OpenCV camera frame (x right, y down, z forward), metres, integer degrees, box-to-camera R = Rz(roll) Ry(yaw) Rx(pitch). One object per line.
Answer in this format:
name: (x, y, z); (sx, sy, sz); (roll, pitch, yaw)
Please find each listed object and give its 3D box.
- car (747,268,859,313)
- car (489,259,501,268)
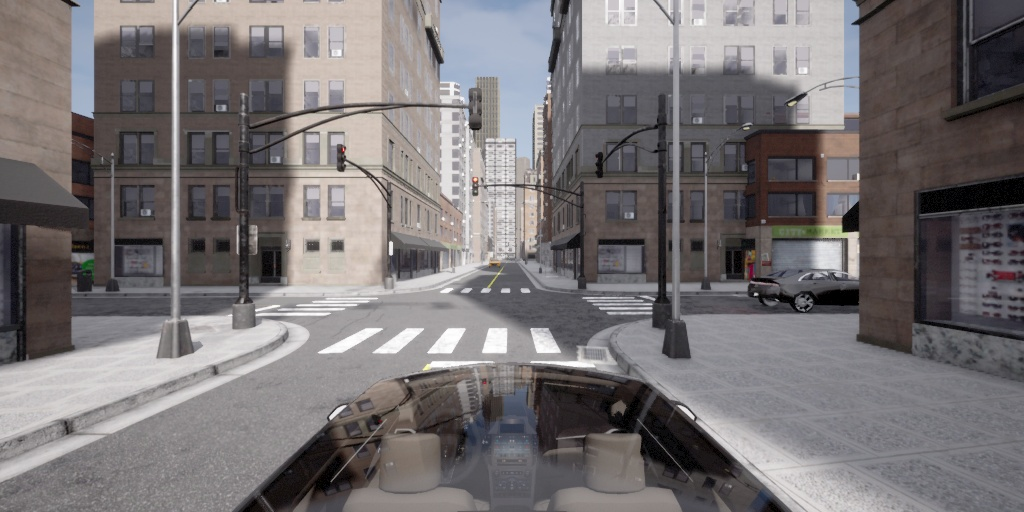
car: (11.427, 1.208, 13.225); (4.902, 1.511, 2.128); (0, 0, 0)
car: (-2.998, 1.203, 62.908); (1.882, 1.535, 5.008); (0, 0, 0)
